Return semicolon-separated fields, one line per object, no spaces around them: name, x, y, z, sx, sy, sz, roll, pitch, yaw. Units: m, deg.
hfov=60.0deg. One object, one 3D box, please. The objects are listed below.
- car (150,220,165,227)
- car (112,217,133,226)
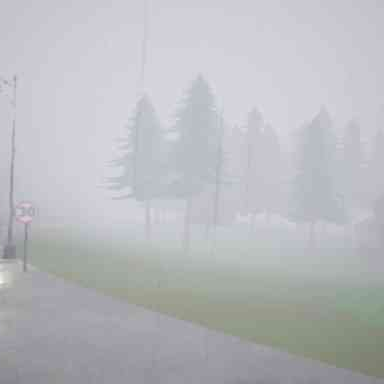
car;-8.404;7.217;76.942;5.008;1.535;1.882;9;-6;-44
car;-14.323;6.004;68.896;2.097;1.767;4.553;0;-6;32
